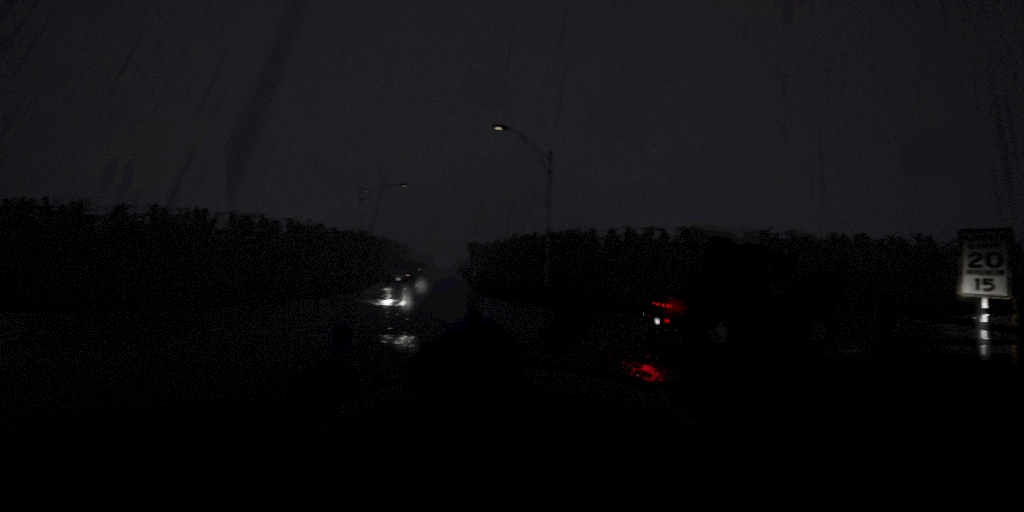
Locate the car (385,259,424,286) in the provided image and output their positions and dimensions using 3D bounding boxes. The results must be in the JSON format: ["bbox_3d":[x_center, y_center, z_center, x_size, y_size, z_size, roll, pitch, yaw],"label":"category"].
[{"bbox_3d":[-7.589,1.196,24.977,2.128,1.511,4.902,1,0,-10],"label":"car"}]

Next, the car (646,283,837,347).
[{"bbox_3d":[6.109,1.496,9.637,4.892,1.490,1.837,2,-1,-10],"label":"car"}]

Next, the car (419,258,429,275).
[{"bbox_3d":[-9.482,1.220,35.306,1.837,1.490,4.892,1,0,-10],"label":"car"}]

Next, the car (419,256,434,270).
[{"bbox_3d":[-12.465,0.955,51.769,2.150,2.045,5.566,1,-1,-10],"label":"car"}]
